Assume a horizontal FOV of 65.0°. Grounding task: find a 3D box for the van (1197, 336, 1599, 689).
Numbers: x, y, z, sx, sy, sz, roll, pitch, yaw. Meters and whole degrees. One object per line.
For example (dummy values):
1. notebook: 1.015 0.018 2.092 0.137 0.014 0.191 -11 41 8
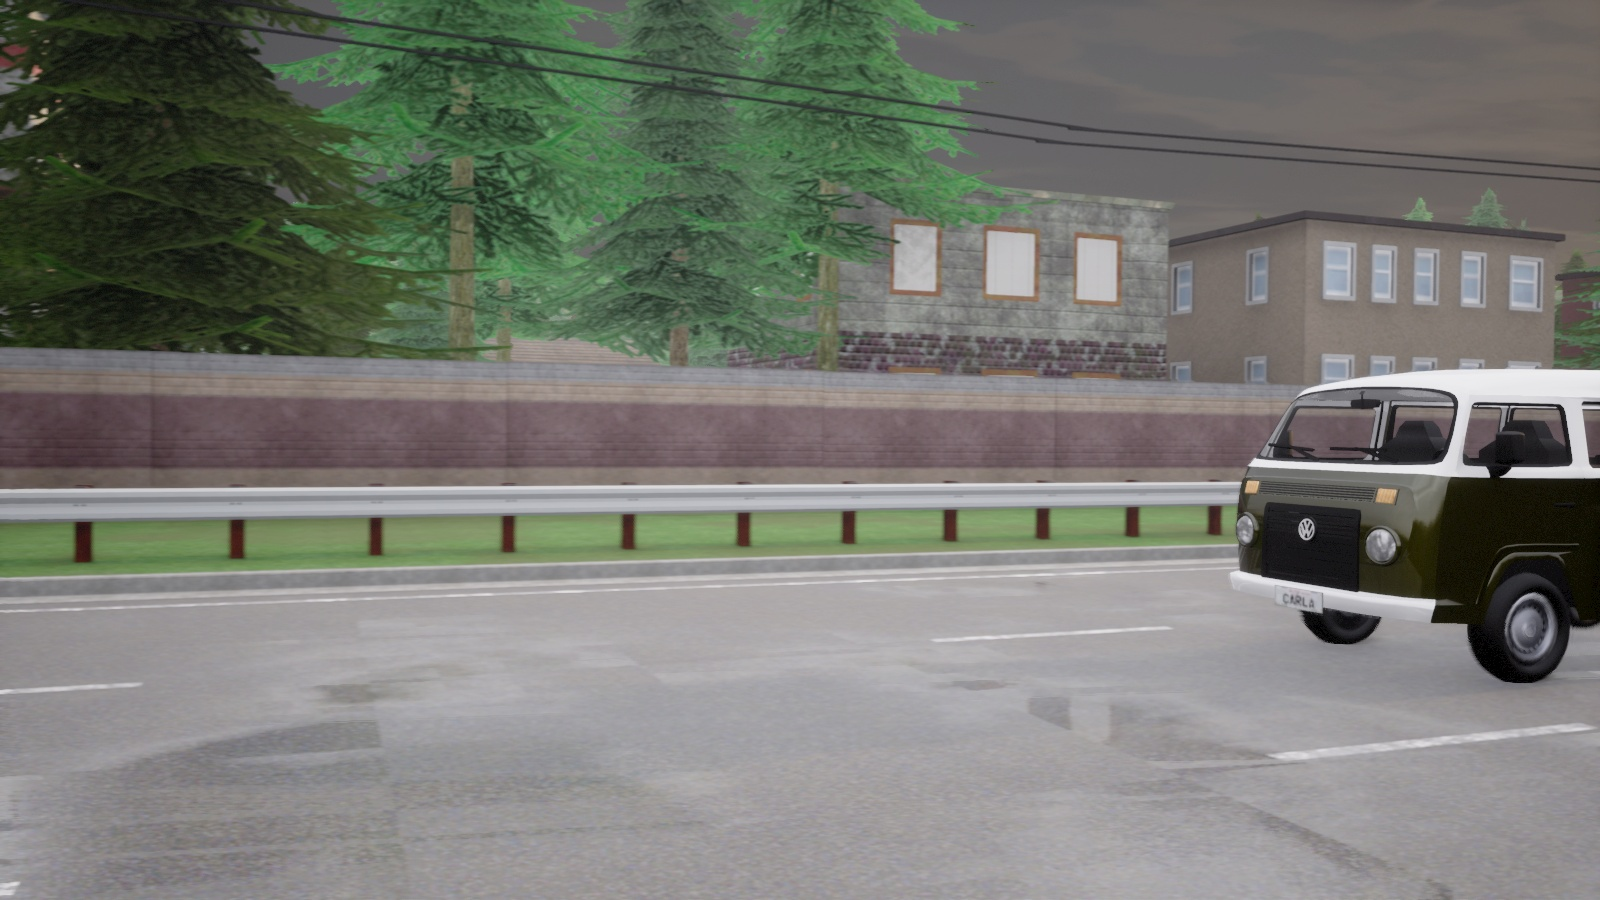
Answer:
1. van: 5.376 0.316 9.020 4.480 2.038 2.069 -1 1 -21
